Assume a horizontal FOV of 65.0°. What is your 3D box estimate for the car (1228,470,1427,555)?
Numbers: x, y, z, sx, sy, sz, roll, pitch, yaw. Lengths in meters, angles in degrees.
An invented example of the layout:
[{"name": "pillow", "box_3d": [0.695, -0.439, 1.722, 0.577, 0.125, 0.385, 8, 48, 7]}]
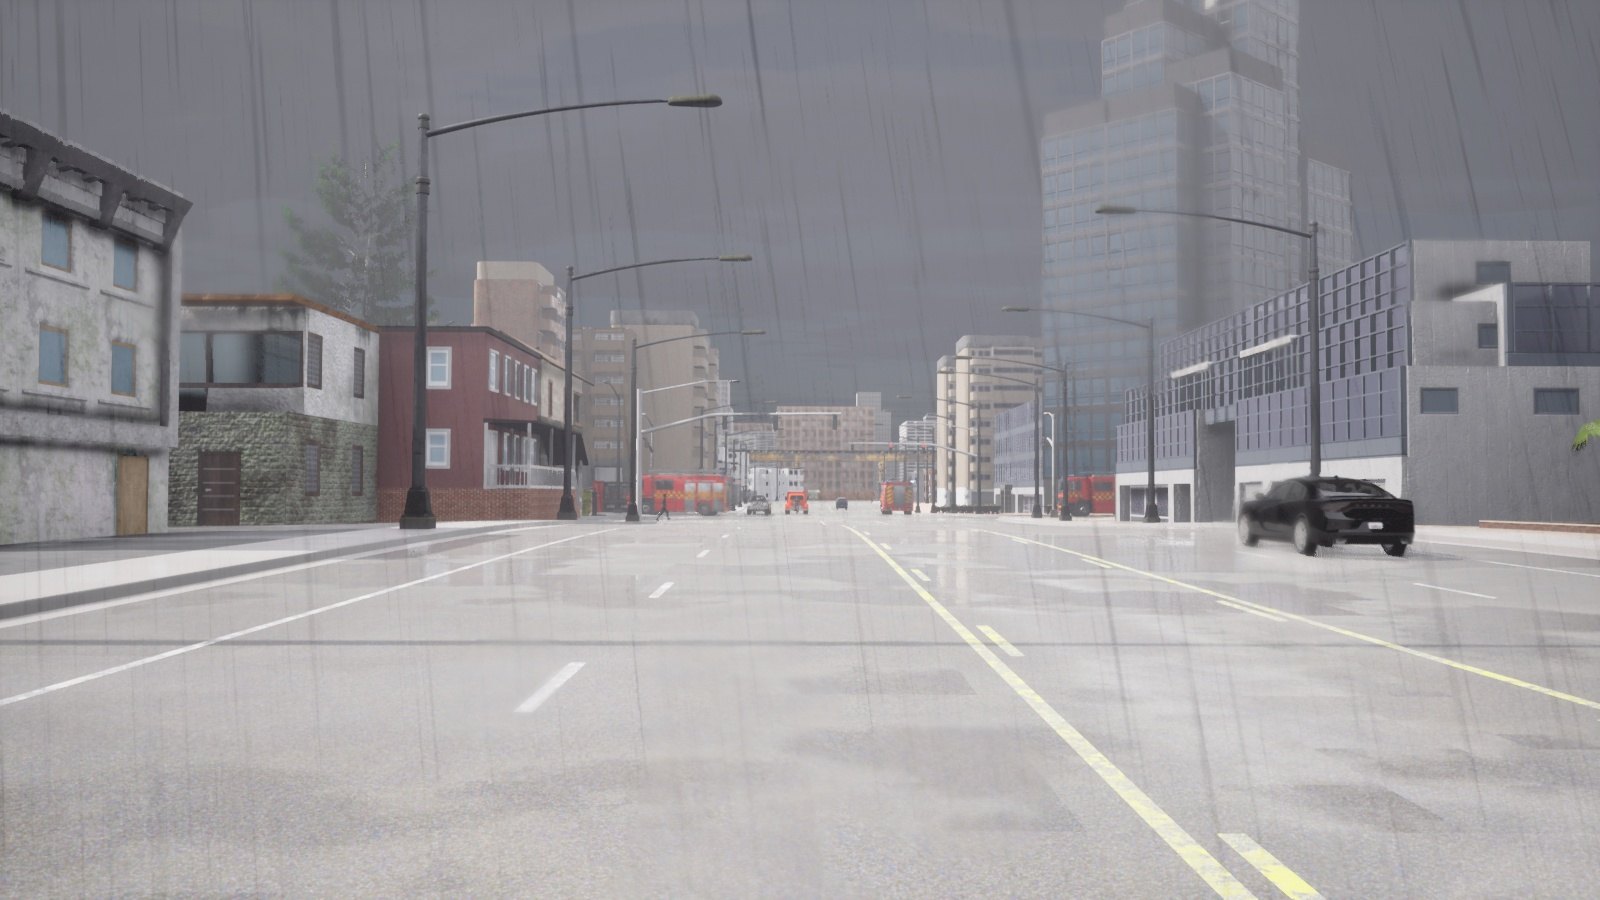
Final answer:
[{"name": "car", "box_3d": [10.441, 1.188, 25.343, 1.882, 1.535, 5.008, 0, -1, 0]}]
